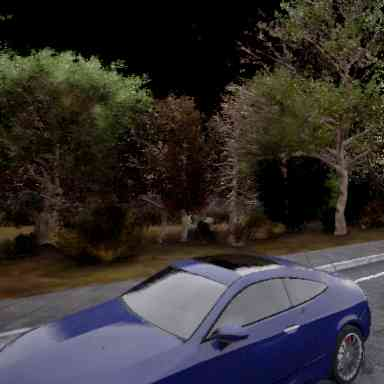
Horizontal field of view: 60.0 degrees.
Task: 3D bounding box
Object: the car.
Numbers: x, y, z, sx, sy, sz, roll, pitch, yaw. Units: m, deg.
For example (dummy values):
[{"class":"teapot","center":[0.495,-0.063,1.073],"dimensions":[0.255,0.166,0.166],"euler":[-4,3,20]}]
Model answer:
[{"class":"car","center":[0.273,1.531,3.866],"dimensions":[4.674,1.442,1.812],"euler":[0,0,-35]}]
